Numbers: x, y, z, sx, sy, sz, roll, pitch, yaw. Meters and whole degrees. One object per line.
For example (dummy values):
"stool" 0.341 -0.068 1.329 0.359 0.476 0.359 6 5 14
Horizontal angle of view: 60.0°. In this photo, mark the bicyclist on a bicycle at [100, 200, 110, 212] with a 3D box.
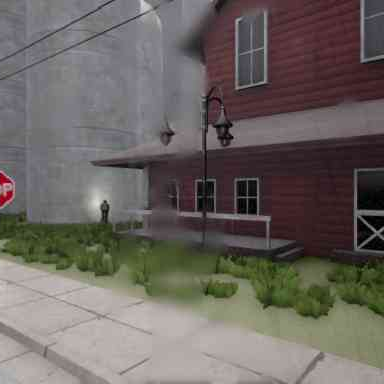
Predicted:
"bicyclist on a bicycle" -5.068 1.288 19.370 0.582 1.620 1.656 0 -2 -10
